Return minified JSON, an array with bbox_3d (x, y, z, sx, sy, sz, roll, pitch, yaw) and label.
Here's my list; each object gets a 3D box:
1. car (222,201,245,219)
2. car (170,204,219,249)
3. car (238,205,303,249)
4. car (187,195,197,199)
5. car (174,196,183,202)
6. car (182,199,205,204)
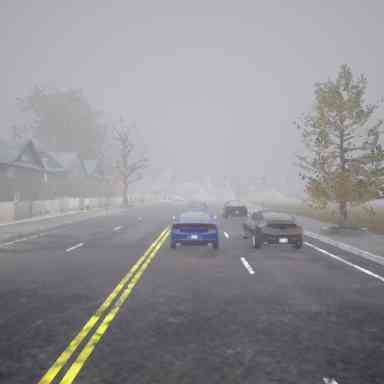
[{"bbox_3d":[3.739,1.499,29.477,1.882,1.535,5.008,0,0,2],"label":"car"},{"bbox_3d":[0.122,1.490,14.612,1.882,1.535,5.008,0,0,1],"label":"car"},{"bbox_3d":[3.372,1.521,14.558,1.837,1.490,4.892,0,0,1],"label":"car"},{"bbox_3d":[0.094,1.399,77.812,2.097,1.767,4.553,0,0,5],"label":"car"},{"bbox_3d":[-3.145,1.573,78.071,1.812,1.442,4.674,0,0,5],"label":"car"},{"bbox_3d":[0.490,1.580,29.584,2.033,1.411,5.357,0,0,2],"label":"car"}]
